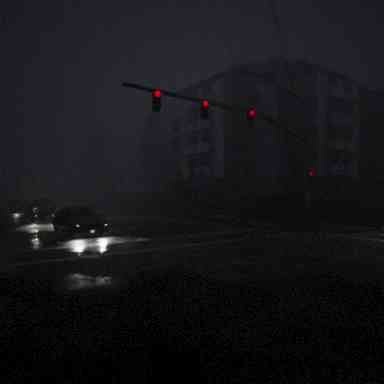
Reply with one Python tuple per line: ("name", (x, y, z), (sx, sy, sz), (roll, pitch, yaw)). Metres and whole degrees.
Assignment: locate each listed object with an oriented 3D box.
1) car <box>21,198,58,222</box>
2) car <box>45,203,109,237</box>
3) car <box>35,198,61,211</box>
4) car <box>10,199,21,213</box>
("car", (-11.887, 1.325, 26.418), (2.097, 1.767, 4.553), (0, 0, -35))
("car", (-6.358, 1.531, 18.407), (2.033, 1.411, 5.357), (0, 0, -35))
("car", (-18.524, 1.506, 42.502), (2.033, 1.411, 5.357), (0, 0, -35))
("car", (-18.849, 1.508, 36.577), (2.033, 1.411, 5.357), (0, 0, -34))
